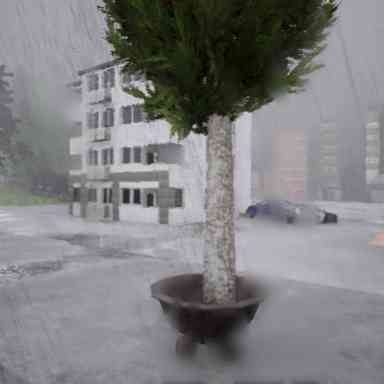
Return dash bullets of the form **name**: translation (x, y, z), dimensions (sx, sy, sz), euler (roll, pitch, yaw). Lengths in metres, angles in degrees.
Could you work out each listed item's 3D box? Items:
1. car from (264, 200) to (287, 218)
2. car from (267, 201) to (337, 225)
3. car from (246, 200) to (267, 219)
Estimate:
- **car**: translation (7.816, 1.585, 22.929), dimensions (4.974, 1.542, 2.038), euler (0, 0, -25)
- **car**: translation (7.770, 1.427, 22.906), dimensions (4.536, 1.218, 1.853), euler (0, 0, -25)
- **car**: translation (5.739, 1.305, 24.829), dimensions (1.845, 1.501, 3.633), euler (0, 1, -43)
